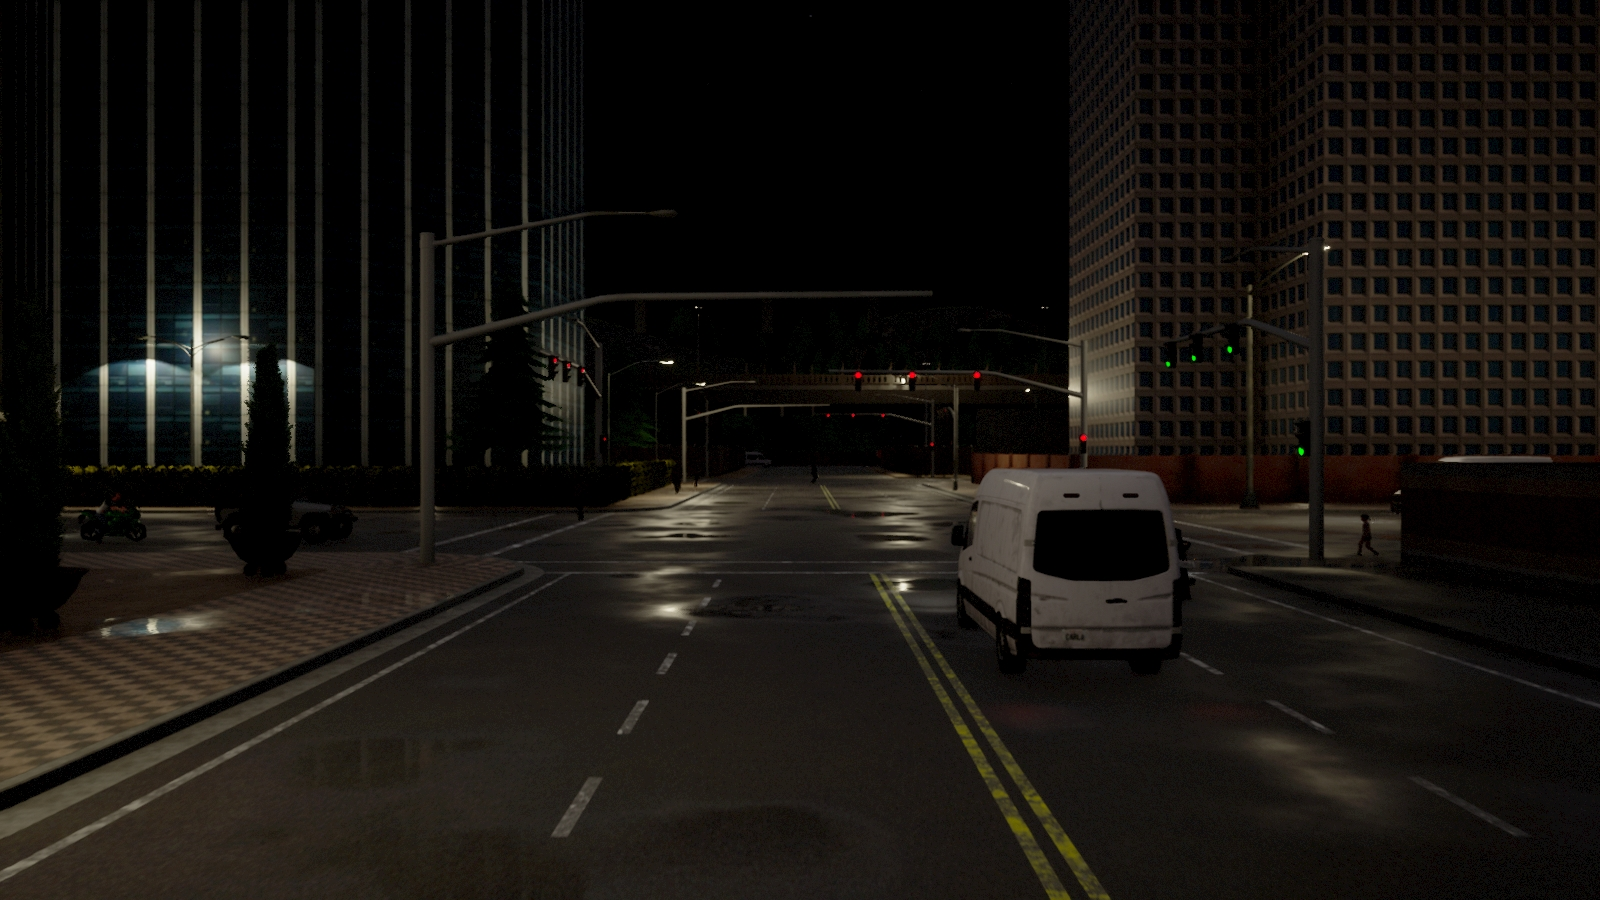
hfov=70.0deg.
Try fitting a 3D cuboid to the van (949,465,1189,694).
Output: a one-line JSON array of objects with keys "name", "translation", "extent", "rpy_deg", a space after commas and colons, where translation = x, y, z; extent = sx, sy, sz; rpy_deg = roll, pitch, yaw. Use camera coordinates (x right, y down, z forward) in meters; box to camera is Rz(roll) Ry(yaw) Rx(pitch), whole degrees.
[{"name": "van", "translation": [3.499, 1.536, 16.161], "extent": [1.988, 2.561, 5.915], "rpy_deg": [0, 0, 0]}]

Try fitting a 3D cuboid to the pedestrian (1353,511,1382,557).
[{"name": "pedestrian", "translation": [14.134, 2.081, 28.470], "extent": [0.500, 1.100, 0.500], "rpy_deg": [0, 0, 7]}]

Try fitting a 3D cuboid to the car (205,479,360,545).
[{"name": "car", "translation": [-15.711, 1.862, 34.842], "extent": [3.866, 1.878, 1.905], "rpy_deg": [0, 0, 0]}]

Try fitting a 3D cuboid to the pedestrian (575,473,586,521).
[{"name": "pedestrian", "translation": [-8.603, 1.854, 44.796], "extent": [0.375, 1.860, 0.375], "rpy_deg": [0, 0, 2]}]
